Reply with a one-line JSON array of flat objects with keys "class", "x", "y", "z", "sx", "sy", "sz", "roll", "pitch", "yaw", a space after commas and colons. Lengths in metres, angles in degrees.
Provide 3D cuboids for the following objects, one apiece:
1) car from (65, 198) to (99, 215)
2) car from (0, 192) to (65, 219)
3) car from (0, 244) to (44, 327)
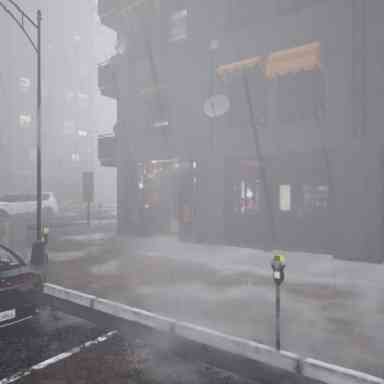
[{"class": "car", "x": -10.862, "y": 1.249, "z": 30.526, "sx": 1.752, "sy": 1.417, "sz": 4.829, "roll": 1, "pitch": 1, "yaw": 35}, {"class": "car", "x": -12.464, "y": 1.032, "z": 23.902, "sx": 2.150, "sy": 2.045, "sz": 5.566, "roll": 0, "pitch": 1, "yaw": 36}, {"class": "car", "x": -4.456, "y": 1.551, "z": 6.073, "sx": 4.403, "sy": 1.369, "sz": 2.008, "roll": 0, "pitch": 0, "yaw": 36}]
